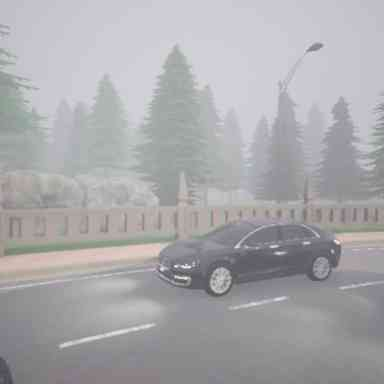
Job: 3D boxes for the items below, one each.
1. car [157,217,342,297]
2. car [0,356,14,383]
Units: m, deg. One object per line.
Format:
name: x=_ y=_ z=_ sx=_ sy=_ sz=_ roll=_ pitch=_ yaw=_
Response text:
car: x=1.539 y=1.437 z=8.356 sx=4.892 sy=1.490 sz=1.837 roll=0 pitch=1 yaw=-25
car: x=-3.417 y=1.458 z=1.226 sx=4.902 sy=1.511 sz=2.128 roll=0 pitch=1 yaw=-36
